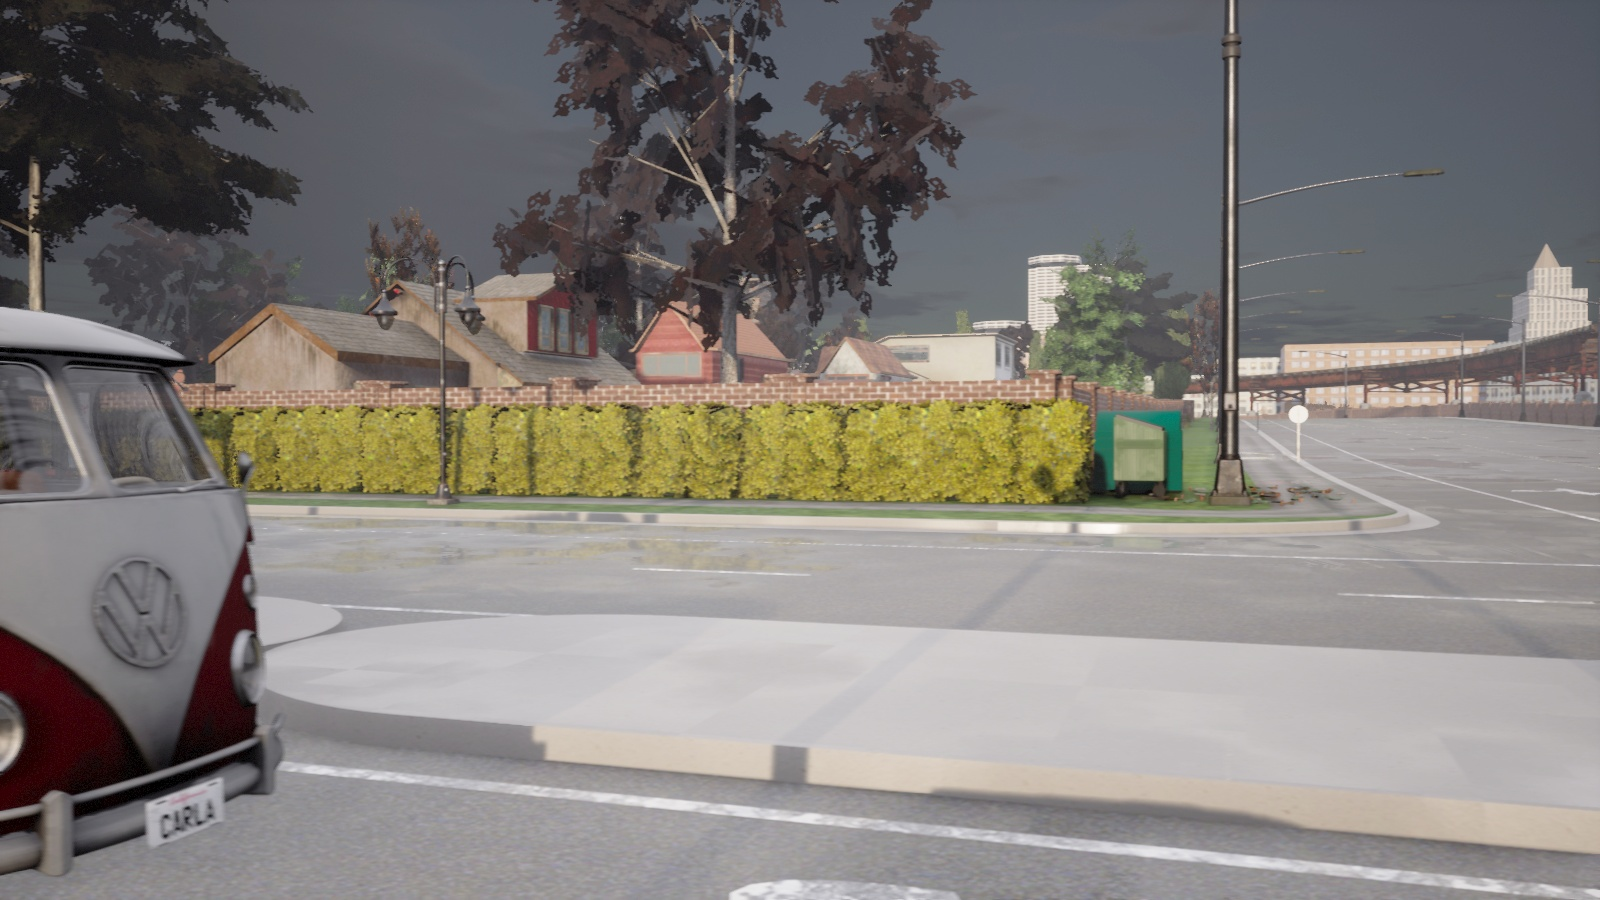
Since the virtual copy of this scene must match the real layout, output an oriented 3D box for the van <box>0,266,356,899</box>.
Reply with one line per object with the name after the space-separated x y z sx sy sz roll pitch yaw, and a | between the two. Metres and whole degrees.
-4.038 0.480 4.510 4.442 1.987 1.775 1 1 18 | van
